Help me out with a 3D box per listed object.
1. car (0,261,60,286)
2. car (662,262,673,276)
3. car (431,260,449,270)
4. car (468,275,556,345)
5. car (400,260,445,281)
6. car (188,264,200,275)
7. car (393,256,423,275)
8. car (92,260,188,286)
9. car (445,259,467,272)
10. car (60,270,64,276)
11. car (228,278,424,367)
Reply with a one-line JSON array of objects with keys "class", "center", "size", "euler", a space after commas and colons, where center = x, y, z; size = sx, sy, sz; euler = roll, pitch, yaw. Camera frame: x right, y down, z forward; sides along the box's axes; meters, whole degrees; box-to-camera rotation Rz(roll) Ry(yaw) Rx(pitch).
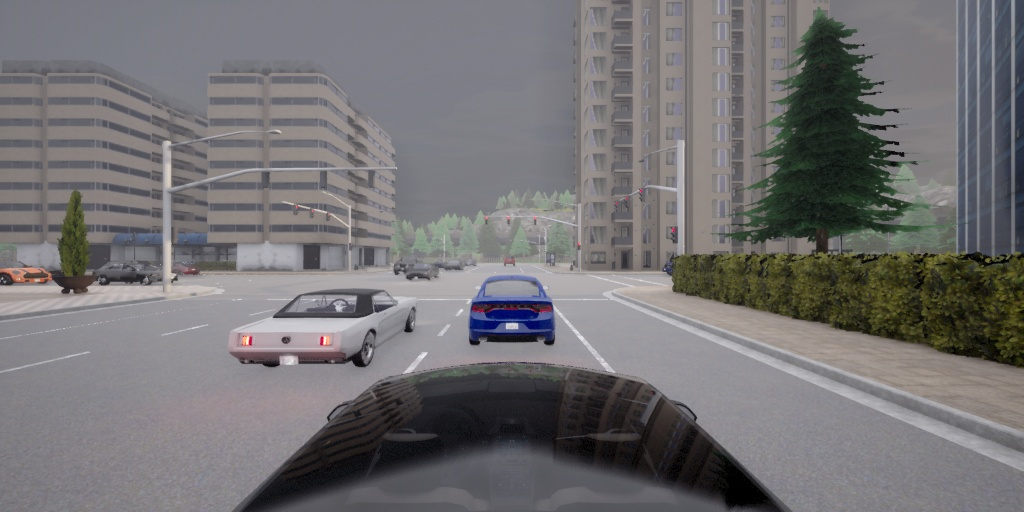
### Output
[{"class": "car", "center": [-35.099, 1.102, 24.822], "size": [4.553, 1.767, 2.097], "euler": [0, 0, 0]}, {"class": "car", "center": [17.892, 0.971, 35.469], "size": [5.566, 2.045, 2.150], "euler": [0, 0, 0]}, {"class": "car", "center": [-11.075, 1.351, 55.508], "size": [1.895, 1.301, 4.718], "euler": [0, 0, 0]}, {"class": "car", "center": [-0.004, 1.228, 9.521], "size": [1.882, 1.535, 5.008], "euler": [0, 0, 0]}, {"class": "car", "center": [-7.354, 1.297, 30.075], "size": [2.033, 1.411, 5.357], "euler": [0, 0, -1]}, {"class": "car", "center": [-33.569, 1.314, 35.539], "size": [4.181, 1.385, 1.994], "euler": [0, 0, 0]}, {"class": "car", "center": [-10.925, 0.973, 38.479], "size": [2.150, 2.045, 5.566], "euler": [0, 0, 0]}, {"class": "car", "center": [-25.947, 1.241, 24.792], "size": [4.902, 1.511, 2.128], "euler": [0, 0, 1]}, {"class": "car", "center": [-7.503, 1.228, 46.773], "size": [1.882, 1.535, 5.008], "euler": [0, 0, 0]}, {"class": "car", "center": [-38.615, 1.351, 28.329], "size": [4.718, 1.301, 1.895], "euler": [0, 0, 0]}, {"class": "car", "center": [-3.497, 1.351, 7.855], "size": [1.895, 1.301, 4.718], "euler": [0, 0, 0]}]
